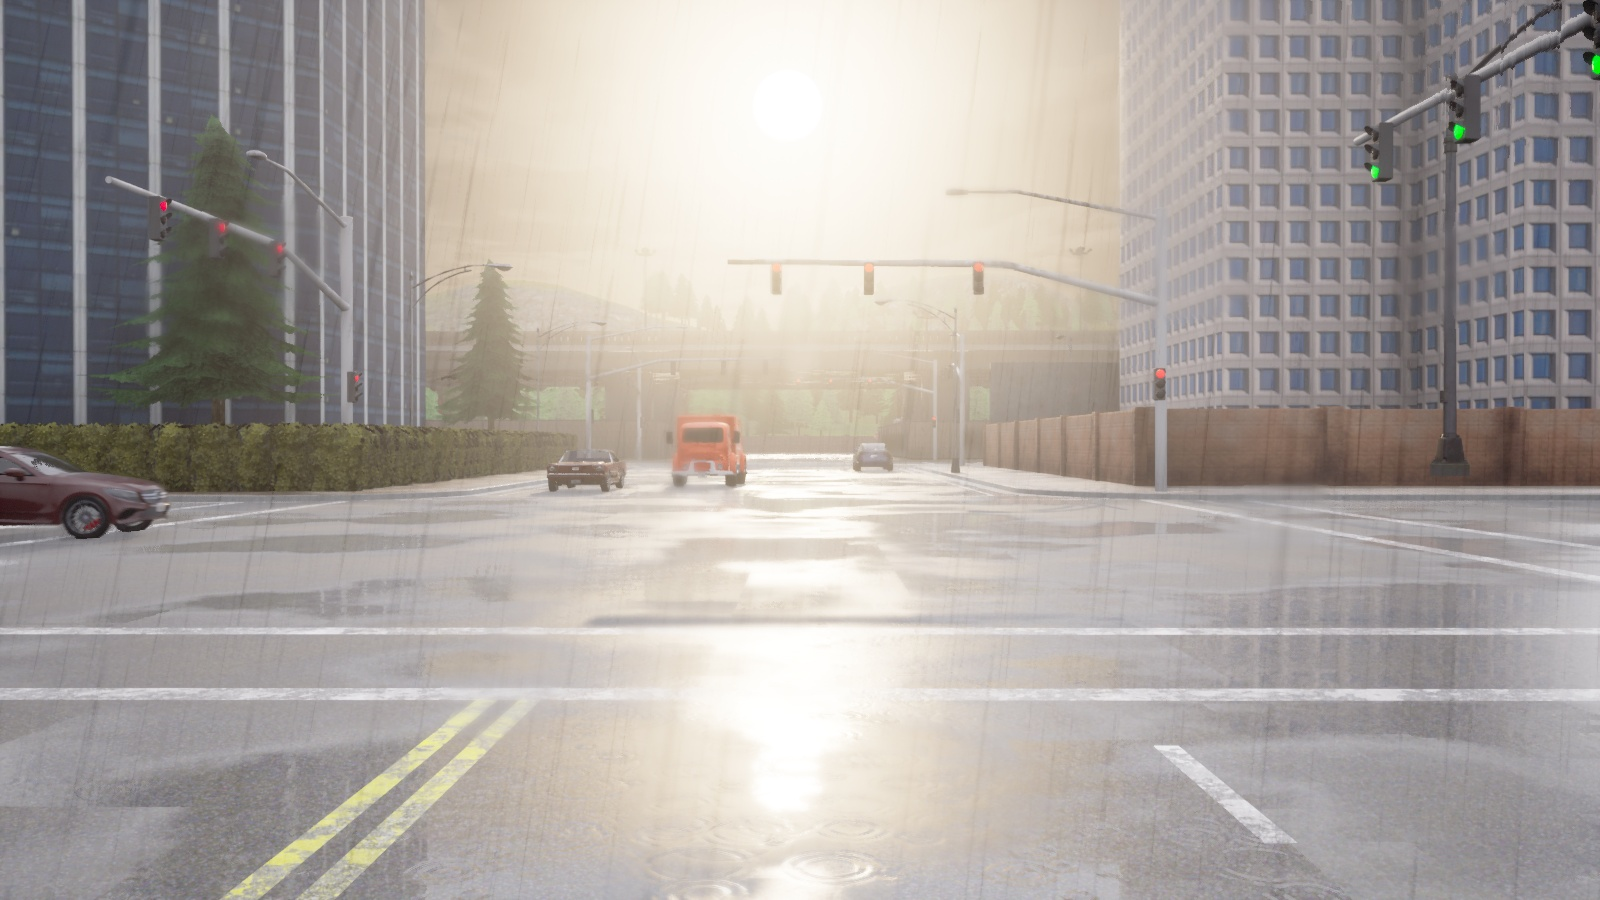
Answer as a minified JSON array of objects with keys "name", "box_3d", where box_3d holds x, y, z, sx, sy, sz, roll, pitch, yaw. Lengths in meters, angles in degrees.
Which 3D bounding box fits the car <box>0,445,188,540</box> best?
[{"name":"car","box_3d":[-12.601,0.648,20.149,4.674,1.442,1.812,0,0,-5]}]

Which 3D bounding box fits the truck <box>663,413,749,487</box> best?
[{"name":"truck","box_3d":[-3.246,0.010,44.493,2.627,2.467,5.204,0,0,0]}]

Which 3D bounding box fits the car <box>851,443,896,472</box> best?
[{"name":"car","box_3d":[3.876,0.370,67.134,2.163,1.488,4.792,0,0,0]}]

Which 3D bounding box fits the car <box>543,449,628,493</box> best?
[{"name":"car","box_3d":[-6.769,0.615,40.157,1.895,1.301,4.718,0,0,0]}]
